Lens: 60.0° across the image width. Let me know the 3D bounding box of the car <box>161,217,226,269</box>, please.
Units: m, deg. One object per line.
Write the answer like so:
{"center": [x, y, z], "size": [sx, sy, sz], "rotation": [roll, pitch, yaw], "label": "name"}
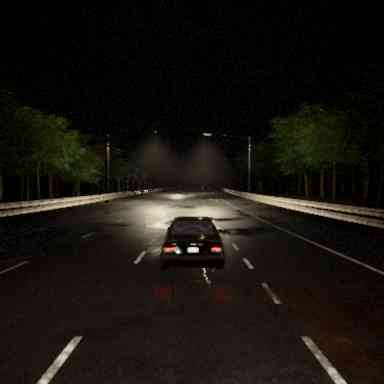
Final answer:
{"center": [0.016, 1.522, 11.023], "size": [2.033, 1.411, 5.357], "rotation": [0, 0, 0], "label": "car"}
